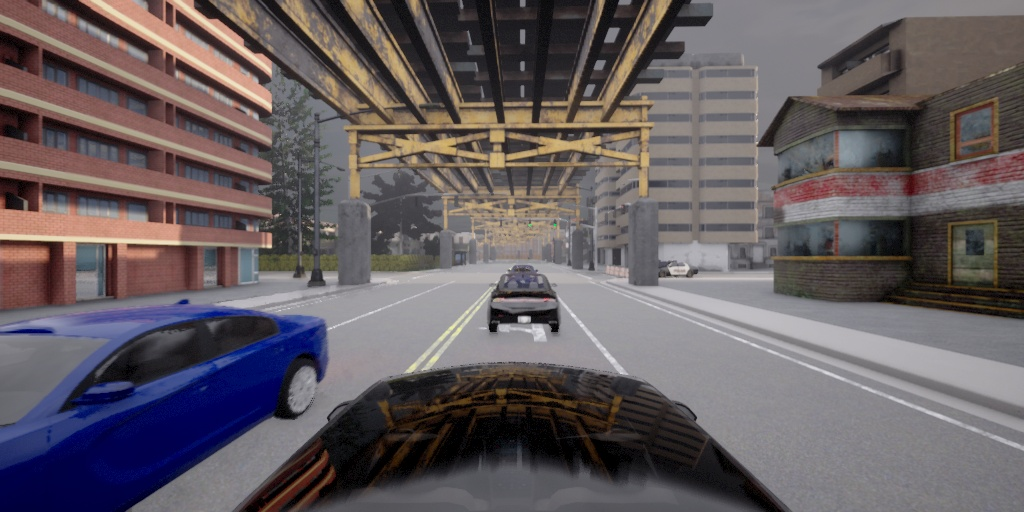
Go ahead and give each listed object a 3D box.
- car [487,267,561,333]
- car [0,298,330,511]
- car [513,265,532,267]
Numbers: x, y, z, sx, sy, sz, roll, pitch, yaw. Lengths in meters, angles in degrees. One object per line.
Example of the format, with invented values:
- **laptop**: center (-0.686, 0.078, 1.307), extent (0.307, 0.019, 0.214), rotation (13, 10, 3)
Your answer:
- **car**: center (0.336, 1.246, 10.704), extent (2.128, 1.511, 4.902), rotation (0, 0, 1)
- **car**: center (-3.581, 1.229, 3.062), extent (1.882, 1.535, 5.008), rotation (0, 0, 2)
- **car**: center (0.682, 1.268, 22.735), extent (1.812, 1.442, 4.674), rotation (0, 0, 2)
